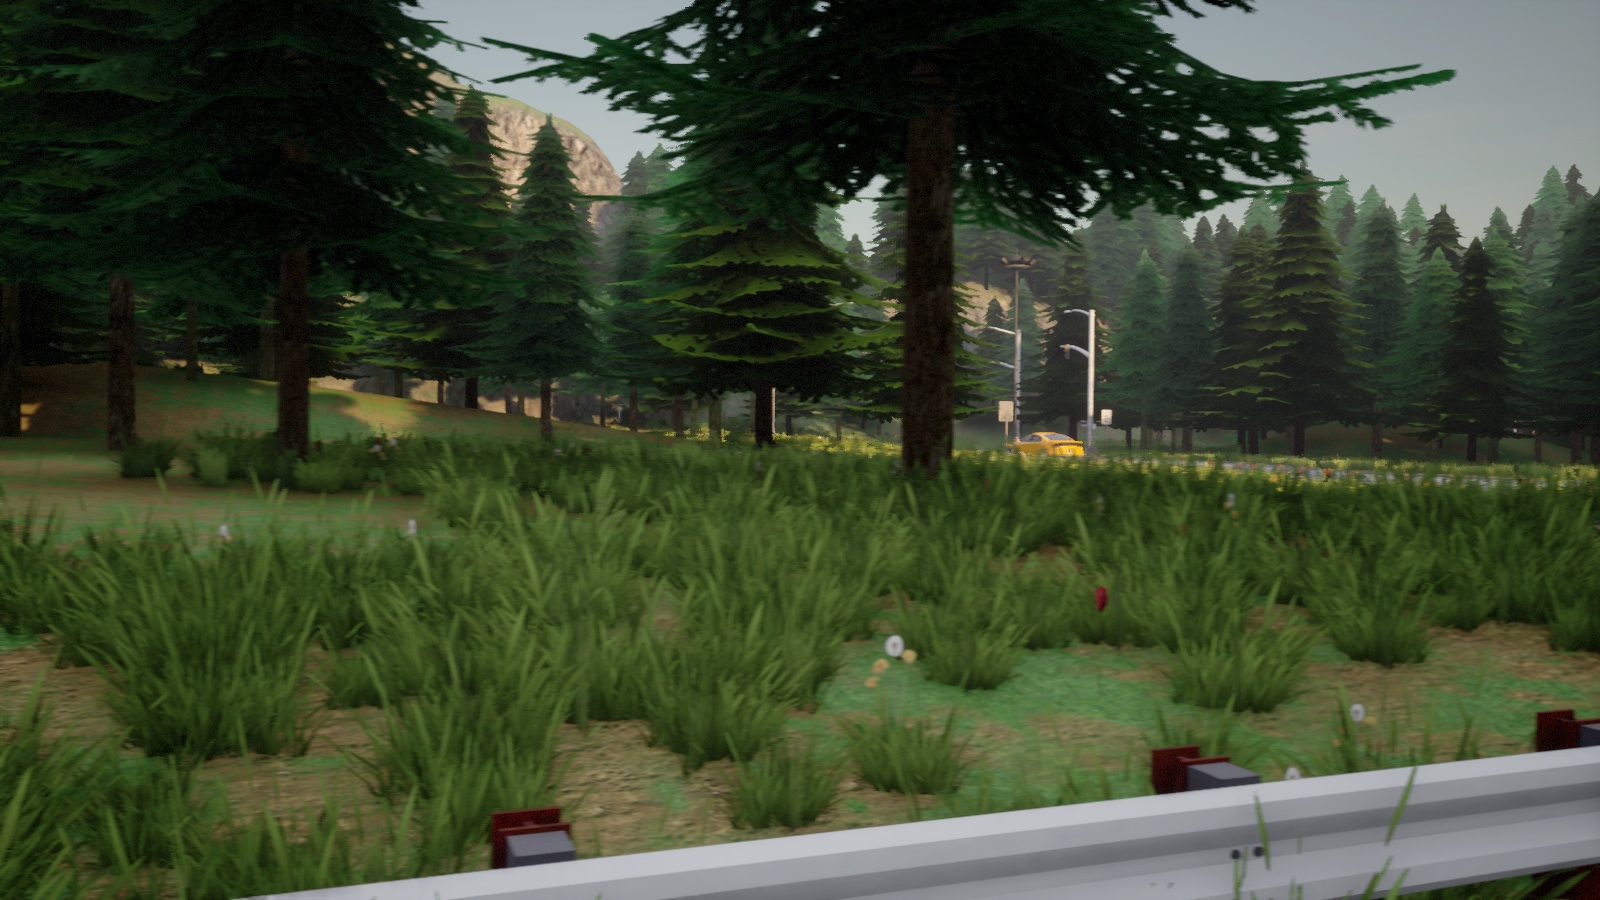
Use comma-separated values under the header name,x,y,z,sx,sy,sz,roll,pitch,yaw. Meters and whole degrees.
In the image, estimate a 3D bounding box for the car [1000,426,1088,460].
name,x,y,z,sx,sy,sz,roll,pitch,yaw
car,11.651,-0.358,60.301,1.882,1.535,5.008,-1,1,-20
